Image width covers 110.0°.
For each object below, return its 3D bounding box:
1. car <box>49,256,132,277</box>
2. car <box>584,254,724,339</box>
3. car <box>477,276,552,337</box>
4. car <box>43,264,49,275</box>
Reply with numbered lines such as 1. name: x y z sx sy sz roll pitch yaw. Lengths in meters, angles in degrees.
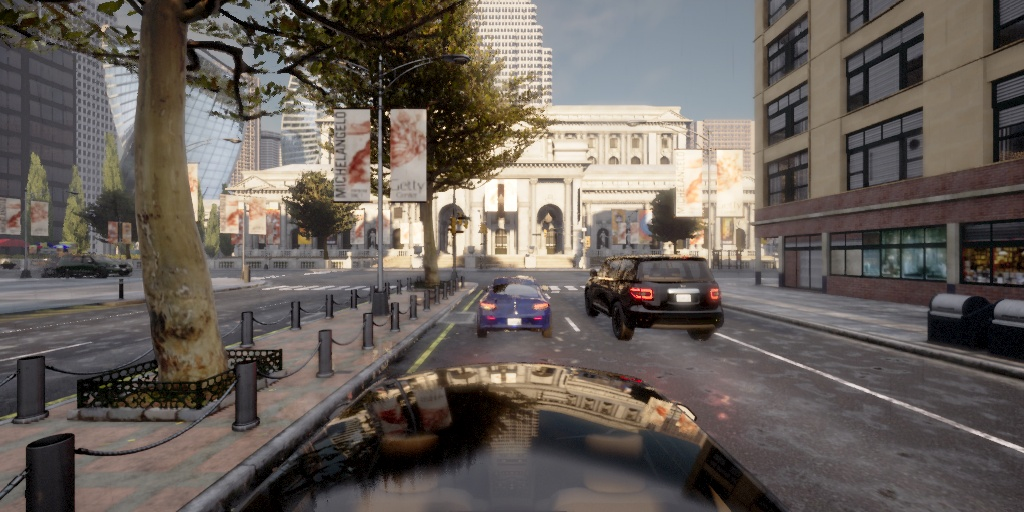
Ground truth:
1. car: -39.829 0.973 34.236 5.566 2.045 2.150 0 0 0
2. car: 3.582 0.971 10.160 2.150 2.045 5.566 0 0 0
3. car: 0.076 1.276 10.150 1.812 1.442 4.674 0 0 0
4. car: -45.917 1.256 37.647 4.892 1.490 1.837 0 0 -2
